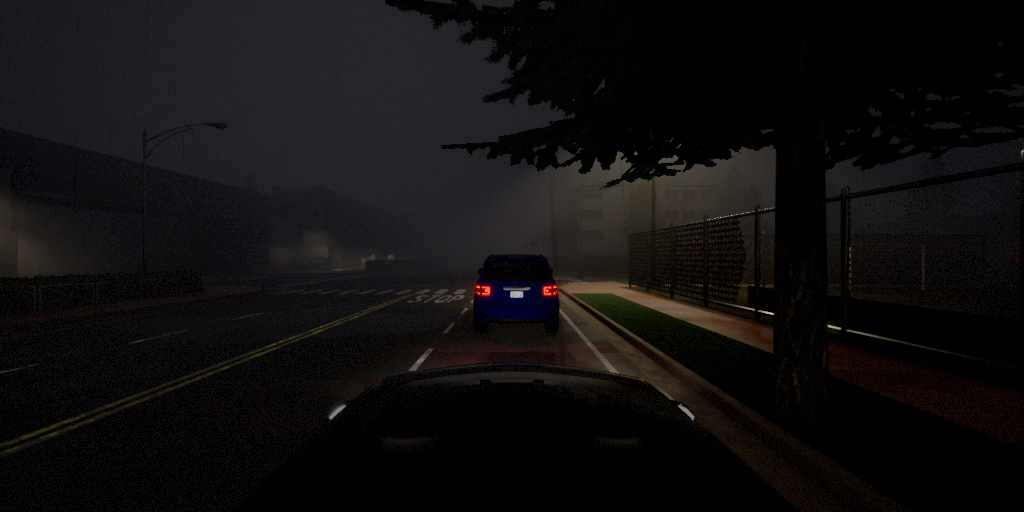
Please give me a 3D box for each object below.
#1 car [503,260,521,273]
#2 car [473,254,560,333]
[{"bbox_3d":[0.013,1.239,45.716,2.128,1.511,4.902,0,0,0],"label":"car"},{"bbox_3d":[0.113,0.971,10.857,2.150,2.045,5.566,0,0,0],"label":"car"}]
